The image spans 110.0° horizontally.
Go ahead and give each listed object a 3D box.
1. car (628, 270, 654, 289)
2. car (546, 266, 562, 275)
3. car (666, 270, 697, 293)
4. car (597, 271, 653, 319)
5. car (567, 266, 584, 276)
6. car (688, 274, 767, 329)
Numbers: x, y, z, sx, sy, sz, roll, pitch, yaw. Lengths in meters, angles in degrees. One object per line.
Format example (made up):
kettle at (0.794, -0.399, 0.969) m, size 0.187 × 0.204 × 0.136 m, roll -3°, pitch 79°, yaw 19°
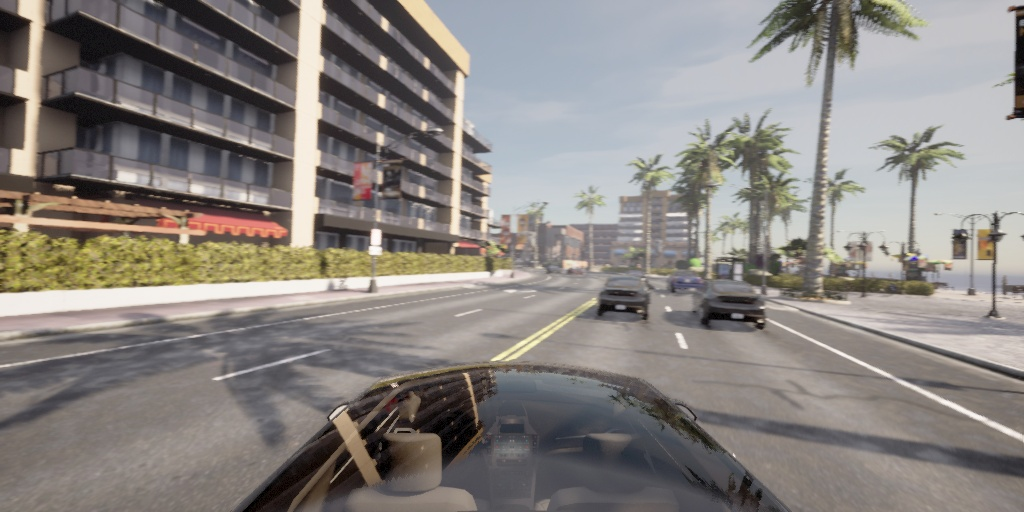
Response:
car at (9.846, 1.906, 28.707) m, size 2.128 × 1.511 × 4.902 m, roll 2°, pitch -1°, yaw 18°
car at (6.541, 2.218, 56.489) m, size 1.994 × 1.385 × 4.181 m, roll 2°, pitch -1°, yaw -3°
car at (13.086, 1.856, 27.372) m, size 2.097 × 1.767 × 4.553 m, roll 2°, pitch -1°, yaw 18°
car at (4.656, 1.572, 14.670) m, size 1.837 × 1.490 × 4.892 m, roll 2°, pitch 0°, yaw 22°
car at (9.991, 2.336, 56.823) m, size 1.994 × 1.385 × 4.181 m, roll 2°, pitch -1°, yaw -3°
car at (7.924, 1.665, 13.421) m, size 1.837 × 1.490 × 4.892 m, roll 2°, pitch 0°, yaw 22°
